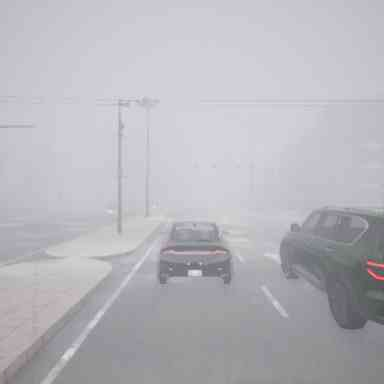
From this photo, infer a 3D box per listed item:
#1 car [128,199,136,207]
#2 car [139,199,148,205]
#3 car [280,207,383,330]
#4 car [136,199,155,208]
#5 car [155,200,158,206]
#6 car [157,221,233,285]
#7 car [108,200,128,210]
[{"bbox_3d":[-12.742,2.328,70.616,1.882,1.535,5.008,0,-1,0],"label":"car"},{"bbox_3d":[-12.721,2.580,87.753,1.812,1.442,4.674,0,-1,0],"label":"car"},{"bbox_3d":[3.566,1.313,7.182,2.150,2.045,5.566,0,0,0],"label":"car"},{"bbox_3d":[-9.247,2.349,66.560,2.033,1.411,5.357,0,-1,0],"label":"car"},{"bbox_3d":[-9.233,2.535,78.105,1.895,1.301,4.718,0,-1,0],"label":"car"},{"bbox_3d":[0.077,1.611,9.800,2.128,1.511,4.902,0,-1,0],"label":"car"},{"bbox_3d":[-12.674,2.163,55.750,2.128,1.511,4.902,0,-1,-1],"label":"car"}]
